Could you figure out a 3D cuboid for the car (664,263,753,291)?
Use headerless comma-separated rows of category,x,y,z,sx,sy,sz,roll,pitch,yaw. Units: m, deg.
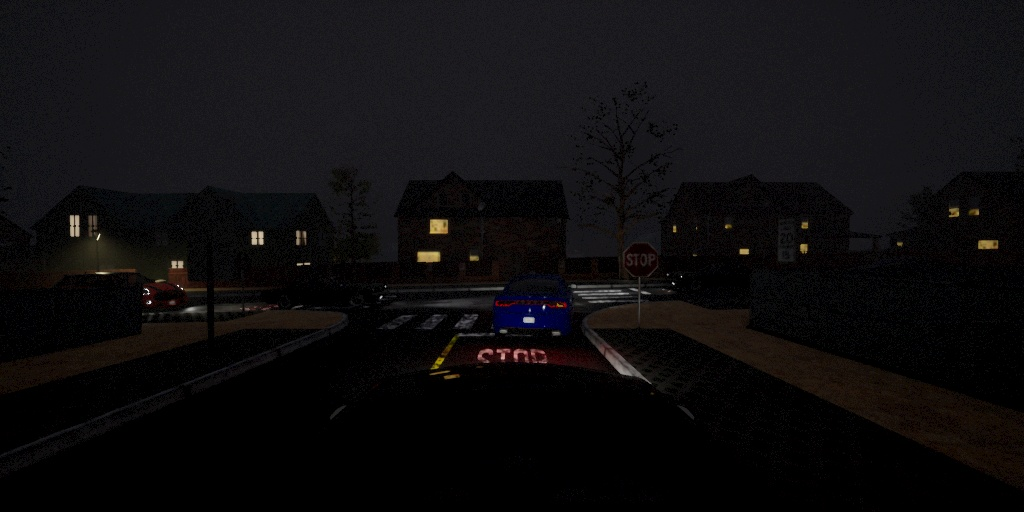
car,10.402,1.034,18.294,4.718,1.301,1.895,-1,1,-1

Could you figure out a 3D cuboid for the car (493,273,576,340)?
car,0.782,1.226,10.154,1.882,1.535,5.008,0,0,10

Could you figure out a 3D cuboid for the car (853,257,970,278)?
car,20.048,0.753,18.334,5.357,1.411,2.033,-1,1,0

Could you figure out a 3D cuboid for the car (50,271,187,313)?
car,-16.806,1.471,15.346,4.553,1.767,2.097,-1,1,0

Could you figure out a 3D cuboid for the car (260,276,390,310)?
car,-7.818,1.506,15.358,4.718,1.301,1.895,-1,1,0
